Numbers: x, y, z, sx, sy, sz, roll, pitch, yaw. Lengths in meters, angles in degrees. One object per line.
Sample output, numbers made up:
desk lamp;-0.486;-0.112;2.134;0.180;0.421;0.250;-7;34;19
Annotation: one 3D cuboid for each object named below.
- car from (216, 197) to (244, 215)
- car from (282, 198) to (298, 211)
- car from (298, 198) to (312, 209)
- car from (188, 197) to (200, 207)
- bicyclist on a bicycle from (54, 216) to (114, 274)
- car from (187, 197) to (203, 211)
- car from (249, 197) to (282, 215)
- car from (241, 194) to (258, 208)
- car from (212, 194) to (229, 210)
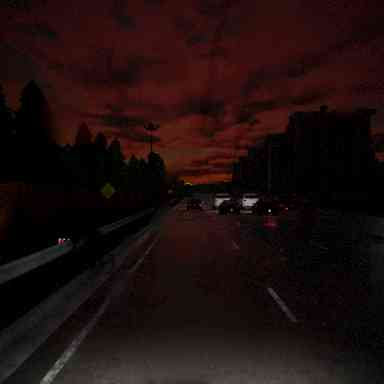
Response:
car;3.798;1.525;34.029;1.812;1.442;4.674;0;0;0
car;10.829;1.600;40.215;1.895;1.301;4.718;0;0;0
car;14.344;1.477;44.306;1.882;1.535;5.008;0;0;0
car;0.268;1.525;51.025;1.812;1.442;4.674;0;0;0
bicyclist on a bicycle;-2.913;1.485;9.095;1.656;1.620;0.582;3;0;0
car;0.341;1.547;40.675;2.033;1.411;5.357;0;0;0
car;7.295;1.504;33.596;1.837;1.490;4.892;0;0;0
car;7.339;1.221;43.506;2.150;2.045;5.566;0;0;0
car;3.837;1.221;43.944;2.150;2.045;5.566;0;0;0
